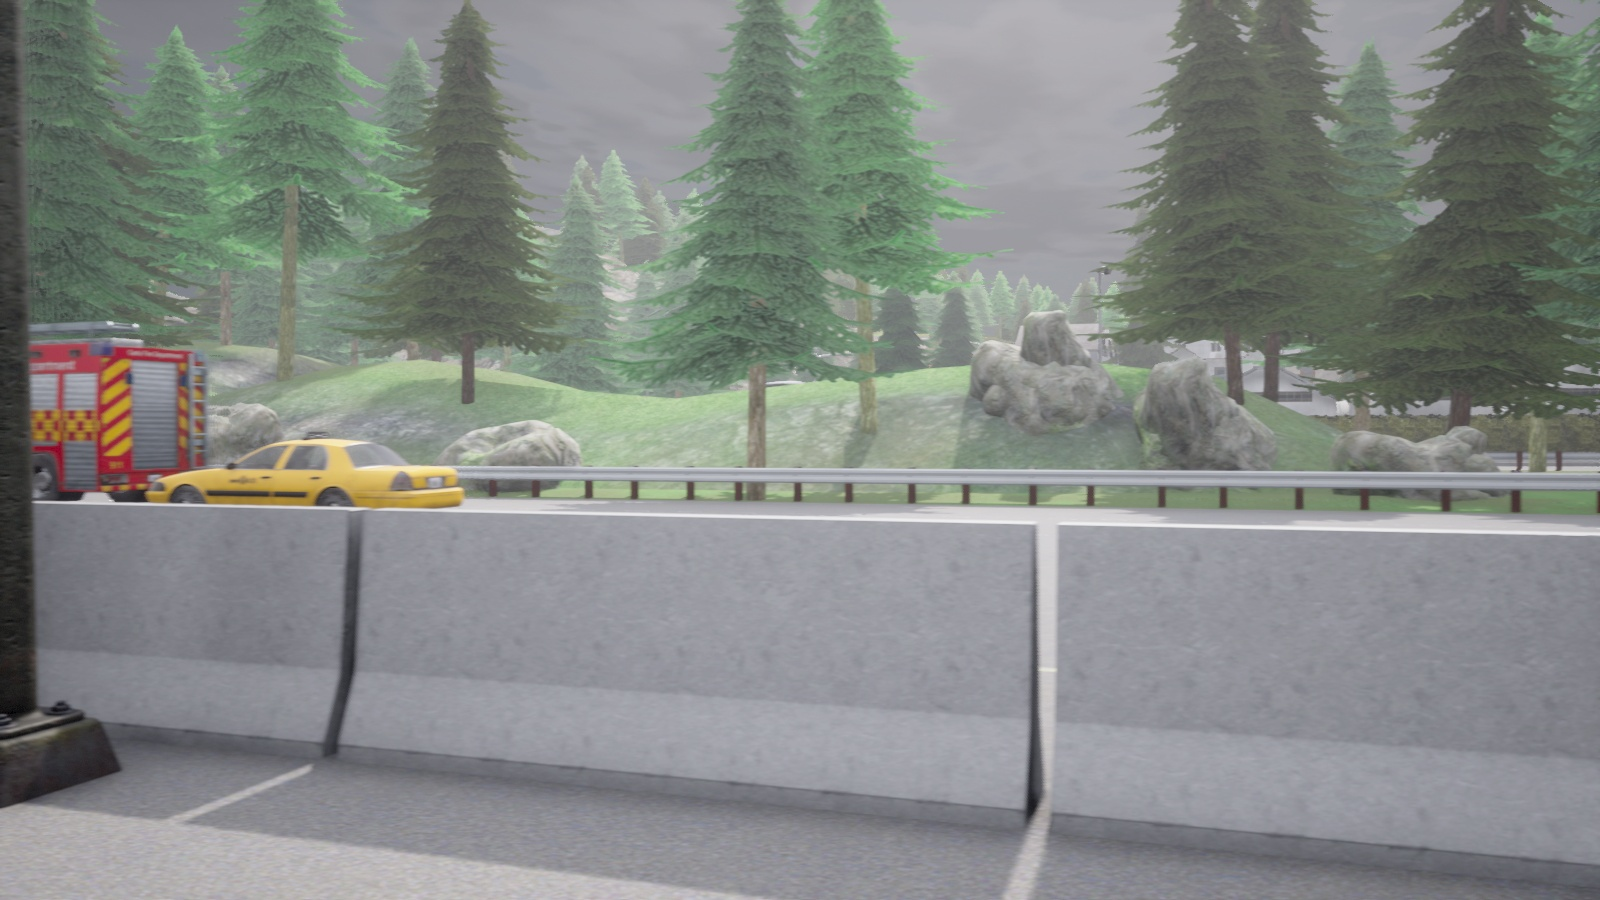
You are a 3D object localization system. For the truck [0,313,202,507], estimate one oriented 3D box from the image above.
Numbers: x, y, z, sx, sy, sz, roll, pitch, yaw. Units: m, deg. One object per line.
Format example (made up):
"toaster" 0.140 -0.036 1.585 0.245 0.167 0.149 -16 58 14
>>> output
"truck" -17.617 -0.846 27.567 8.468 3.827 2.891 0 1 19

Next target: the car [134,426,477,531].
"car" -8.153 0.404 20.706 5.366 1.575 1.801 1 1 19
